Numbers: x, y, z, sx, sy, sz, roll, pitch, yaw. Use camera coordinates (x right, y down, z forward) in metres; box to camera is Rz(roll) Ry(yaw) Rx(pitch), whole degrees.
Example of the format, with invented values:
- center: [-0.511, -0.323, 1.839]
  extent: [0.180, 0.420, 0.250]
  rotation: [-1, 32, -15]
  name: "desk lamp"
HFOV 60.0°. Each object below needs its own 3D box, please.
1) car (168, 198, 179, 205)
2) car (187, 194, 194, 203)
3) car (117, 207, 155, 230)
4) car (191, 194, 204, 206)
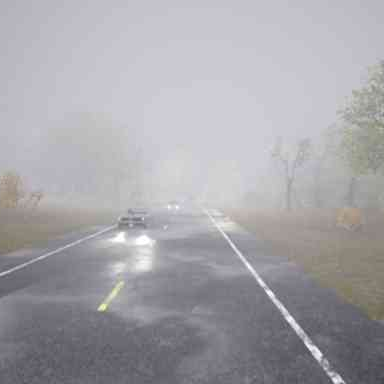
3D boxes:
- center: [-3.531, 1.889, 63.732]
  extent: [1.895, 1.301, 4.718]
  rotation: [0, 0, 0]
  name: "car"
- center: [-0.022, 1.487, 79.174]
  extent: [2.150, 2.045, 5.566]
  rotation: [0, 0, 0]
  name: "car"
- center: [-3.607, 1.672, 21.970]
  extent: [1.895, 1.301, 4.718]
  rotation: [0, 0, 0]
  name: "car"
- center: [1.207, 1.732, 61.556]
  extent: [1.801, 1.575, 5.366]
  rotation: [0, 0, 0]
  name: "car"
